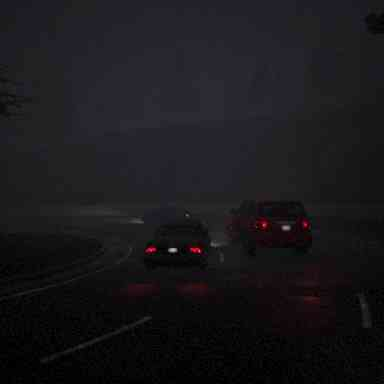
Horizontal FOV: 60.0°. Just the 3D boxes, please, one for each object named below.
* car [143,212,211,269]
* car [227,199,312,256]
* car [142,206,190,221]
[{"bbox_3d":[-0.360,1.647,11.518,2.033,1.411,5.357,-1,0,4],"label":"car"},{"bbox_3d":[2.928,1.295,13.649,2.150,2.045,5.566,0,-1,-4],"label":"car"},{"bbox_3d":[-2.020,1.804,26.622,4.181,1.385,1.994,-1,-1,34],"label":"car"}]
